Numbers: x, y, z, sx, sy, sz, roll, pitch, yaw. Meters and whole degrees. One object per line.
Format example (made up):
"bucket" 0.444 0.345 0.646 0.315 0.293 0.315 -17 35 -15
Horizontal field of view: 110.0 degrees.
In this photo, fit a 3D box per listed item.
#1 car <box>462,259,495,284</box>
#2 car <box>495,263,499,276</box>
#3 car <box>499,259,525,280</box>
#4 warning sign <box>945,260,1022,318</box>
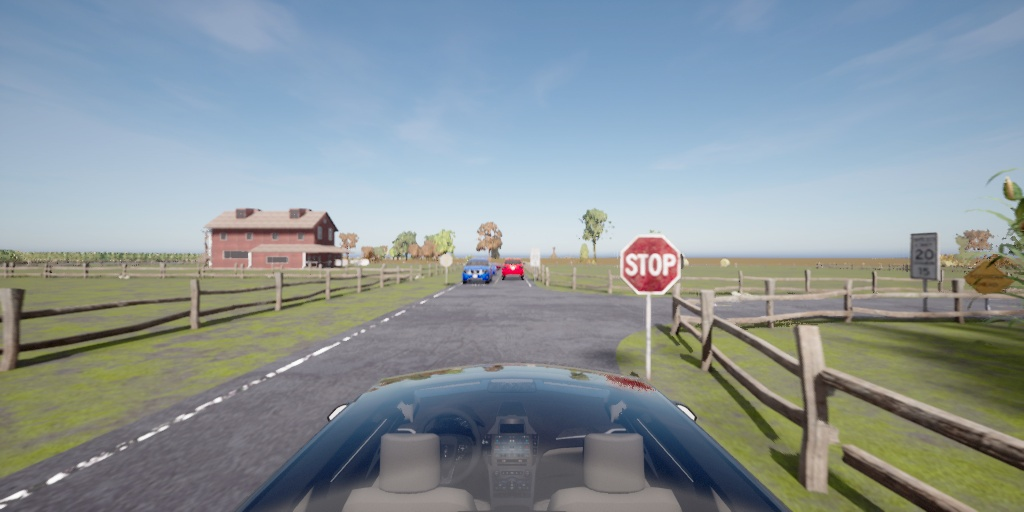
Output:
"car" -2.846 1.245 30.332 2.150 2.045 5.566 0 -1 0
"car" -2.844 1.615 43.211 1.882 1.535 5.008 0 0 0
"car" 0.099 1.302 36.689 2.150 2.045 5.566 0 -1 0
"warning sign" 15.868 1.072 11.968 1.060 1.860 1.300 0 0 0
